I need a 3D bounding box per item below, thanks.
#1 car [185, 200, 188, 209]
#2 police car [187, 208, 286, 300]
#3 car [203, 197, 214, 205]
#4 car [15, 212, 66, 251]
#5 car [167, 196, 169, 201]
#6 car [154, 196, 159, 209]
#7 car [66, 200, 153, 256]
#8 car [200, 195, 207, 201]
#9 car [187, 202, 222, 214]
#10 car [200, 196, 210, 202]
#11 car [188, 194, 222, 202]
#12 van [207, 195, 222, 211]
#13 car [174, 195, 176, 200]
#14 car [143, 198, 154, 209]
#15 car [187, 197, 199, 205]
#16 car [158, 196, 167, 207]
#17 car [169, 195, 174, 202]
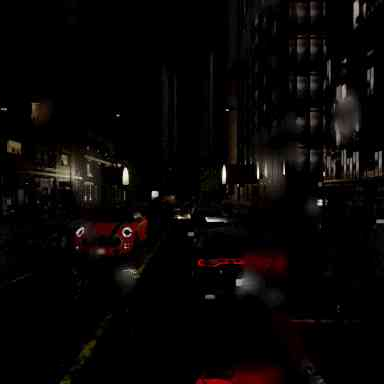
[{"bbox_3d":[0.113,1.515,45.711,1.837,1.490,4.892,0,0,0],"label":"car"},{"bbox_3d":[0.918,1.425,8.562,1.930,1.638,5.238,0,0,0],"label":"police car"},{"bbox_3d":[2.808,1.544,58.269,1.752,1.417,4.829,0,0,0],"label":"car"},{"bbox_3d":[-5.665,1.550,13.921,2.008,1.369,4.403,0,0,0],"label":"car"},{"bbox_3d":[-5.572,1.459,58.114,1.967,1.590,4.097,0,0,0],"label":"car"},{"bbox_3d":[-5.607,1.552,41.541,1.887,1.381,4.507,0,0,0],"label":"car"},{"bbox_3d":[-2.973,1.352,13.094,2.097,1.767,4.553,0,0,0],"label":"car"},{"bbox_3d":[2.866,1.566,85.890,1.752,1.417,4.829,0,0,0],"label":"car"},{"bbox_3d":[0.816,1.504,18.452,1.837,1.490,4.892,0,0,0],"label":"car"},{"bbox_3d":[2.843,1.582,74.672,2.008,1.369,4.403,0,0,0],"label":"car"},{"bbox_3d":[0.951,1.226,24.481,2.150,2.045,5.566,0,0,0],"label":"car"},{"bbox_3d":[2.771,1.349,41.527,1.690,1.788,3.998,0,0,0],"label":"van"},{"bbox_3d":[-5.503,1.485,91.259,1.967,1.590,4.097,0,0,0],"label":"car"},{"bbox_3d":[-5.619,1.555,36.017,2.008,1.369,4.403,0,0,0],"label":"car"},{"bbox_3d":[0.124,1.583,58.899,1.994,1.385,4.181,0,0,0],"label":"car"},{"bbox_3d":[-5.583,1.581,52.589,1.947,1.339,4.313,0,0,0],"label":"car"},{"bbox_3d":[-5.537,1.613,74.686,1.802,1.307,4.206,0,0,0],"label":"car"}]
